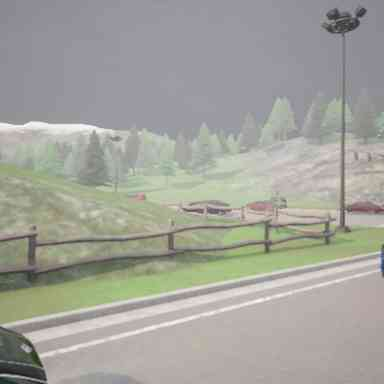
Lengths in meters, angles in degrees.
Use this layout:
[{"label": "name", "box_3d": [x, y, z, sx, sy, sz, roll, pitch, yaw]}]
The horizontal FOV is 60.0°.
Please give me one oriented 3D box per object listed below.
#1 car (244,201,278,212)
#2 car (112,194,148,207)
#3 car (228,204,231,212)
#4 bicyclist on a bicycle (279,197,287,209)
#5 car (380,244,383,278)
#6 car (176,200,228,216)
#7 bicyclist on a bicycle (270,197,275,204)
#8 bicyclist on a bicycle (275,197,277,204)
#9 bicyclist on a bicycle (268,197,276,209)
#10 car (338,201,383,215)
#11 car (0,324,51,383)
[{"label": "car", "box_3d": [8.309, 1.732, 40.453, 4.181, 1.385, 1.994, 0, 0, 33]}, {"label": "car", "box_3d": [-9.707, 1.336, 52.291, 5.566, 2.045, 2.150, -1, 0, 14]}, {"label": "car", "box_3d": [1.845, 1.630, 36.330, 4.892, 1.490, 1.837, 0, -1, 31]}, {"label": "bicyclist on a bicycle", "box_3d": [12.932, 1.512, 46.488, 0.582, 1.620, 1.656, 0, 0, 35]}, {"label": "car", "box_3d": [6.789, 1.536, 8.475, 5.008, 1.535, 1.882, 0, 0, -34]}, {"label": "car", "box_3d": [0.674, 1.613, 32.944, 4.892, 1.490, 1.837, 0, -1, 32]}, {"label": "bicyclist on a bicycle", "box_3d": [11.833, 1.509, 47.247, 0.582, 1.620, 1.656, 0, 0, 34]}, {"label": "bicyclist on a bicycle", "box_3d": [12.567, 1.511, 46.742, 0.582, 1.620, 1.656, 0, 0, 35]}, {"label": "bicyclist on a bicycle", "box_3d": [11.464, 1.508, 47.498, 0.582, 1.620, 1.656, 0, 0, 34]}, {"label": "car", "box_3d": [18.832, 1.733, 37.040, 4.674, 1.442, 1.812, 0, 0, 39]}, {"label": "car", "box_3d": [-3.062, 1.341, 1.616, 4.553, 1.767, 2.097, 0, 0, -35]}]
